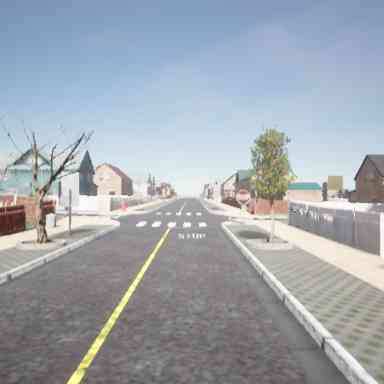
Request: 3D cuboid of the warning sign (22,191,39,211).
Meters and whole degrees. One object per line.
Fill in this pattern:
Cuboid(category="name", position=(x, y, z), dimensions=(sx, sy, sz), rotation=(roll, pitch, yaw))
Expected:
Cuboid(category="warning sign", position=(-15.789, 0.862, 32.587), dimensions=(1.060, 1.860, 1.300), rotation=(0, 0, 0))
